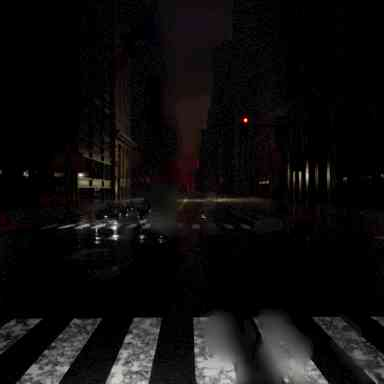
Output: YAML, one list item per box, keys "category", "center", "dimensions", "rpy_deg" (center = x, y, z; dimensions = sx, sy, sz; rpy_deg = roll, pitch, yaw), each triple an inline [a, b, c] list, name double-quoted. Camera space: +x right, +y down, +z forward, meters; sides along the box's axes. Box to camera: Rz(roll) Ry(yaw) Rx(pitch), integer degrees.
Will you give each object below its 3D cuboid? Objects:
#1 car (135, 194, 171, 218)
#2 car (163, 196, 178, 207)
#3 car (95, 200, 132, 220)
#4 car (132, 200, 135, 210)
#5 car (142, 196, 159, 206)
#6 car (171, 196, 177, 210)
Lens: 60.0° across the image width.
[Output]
- category: "car"
  center: [-3.372, 1.207, 30.005]
  dimensions: [2.150, 2.045, 5.566]
  rpy_deg: [0, 0, 0]
- category: "car"
  center: [-3.364, 1.452, 52.812]
  dimensions: [2.128, 1.511, 4.902]
  rpy_deg: [0, 0, 1]
- category: "car"
  center: [-6.639, 1.588, 27.957]
  dimensions: [1.895, 1.301, 4.718]
  rpy_deg: [0, 0, 1]
- category: "car"
  center: [-6.628, 1.579, 38.963]
  dimensions: [1.895, 1.301, 4.718]
  rpy_deg: [0, 0, 0]
- category: "car"
  center: [-6.621, 1.452, 53.335]
  dimensions: [2.128, 1.511, 4.902]
  rpy_deg: [0, 0, 0]
- category: "car"
  center: [-3.377, 1.468, 40.433]
  dimensions: [2.128, 1.511, 4.902]
  rpy_deg: [0, 0, 0]
